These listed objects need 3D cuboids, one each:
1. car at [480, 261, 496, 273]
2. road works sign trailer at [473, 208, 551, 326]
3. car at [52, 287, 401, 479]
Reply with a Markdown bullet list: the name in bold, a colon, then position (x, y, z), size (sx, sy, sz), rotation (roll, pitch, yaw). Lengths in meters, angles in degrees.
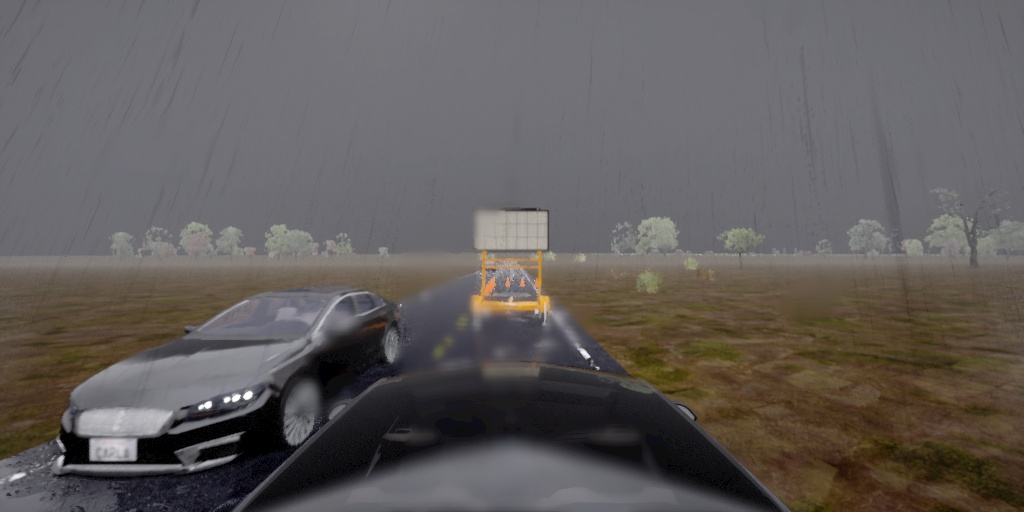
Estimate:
- **car**: position (-3.107, 1.362, 47.180), size (1.882, 1.535, 5.008), rotation (0, 0, 0)
- **road works sign trailer**: position (-0.004, 0.244, 11.727), size (2.380, 3.560, 2.880), rotation (0, 0, 0)
- **car**: position (-3.103, 1.252, 5.243), size (2.128, 1.511, 4.902), rotation (0, 0, 0)
